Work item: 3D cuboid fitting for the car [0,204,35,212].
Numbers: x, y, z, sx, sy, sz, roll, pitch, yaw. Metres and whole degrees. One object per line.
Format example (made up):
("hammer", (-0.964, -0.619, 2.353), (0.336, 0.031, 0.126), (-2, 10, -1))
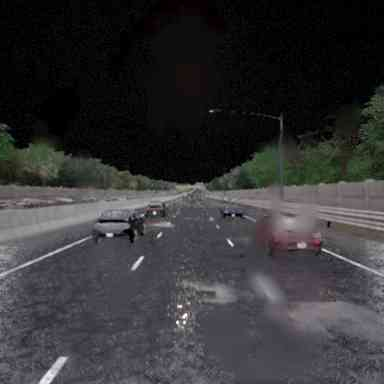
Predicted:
("car", (-14.094, 1.693, 26.871), (1.994, 1.385, 4.181), (0, 0, 0))

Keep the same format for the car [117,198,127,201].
("car", (-13.998, 1.876, 67.108), (1.812, 1.442, 4.674), (0, 0, 0))

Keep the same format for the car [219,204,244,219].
("car", (3.602, 1.752, 31.212), (1.895, 1.301, 4.718), (0, 0, 0))

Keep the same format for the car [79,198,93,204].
("car", (-20.996, 1.891, 67.097), (2.033, 1.411, 5.357), (0, 0, 0))

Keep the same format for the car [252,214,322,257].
("car", (3.600, 1.587, 13.188), (1.812, 1.442, 4.674), (0, 0, 0))

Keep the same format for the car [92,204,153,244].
("car", (-3.399, 1.567, 16.138), (2.128, 1.511, 4.902), (0, 0, 0))

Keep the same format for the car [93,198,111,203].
("car", (-17.496, 1.879, 66.680), (2.128, 1.511, 4.902), (0, 0, 0))

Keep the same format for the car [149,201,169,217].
("car", (-3.398, 1.663, 32.623), (1.837, 1.490, 4.892), (0, 0, 0))
